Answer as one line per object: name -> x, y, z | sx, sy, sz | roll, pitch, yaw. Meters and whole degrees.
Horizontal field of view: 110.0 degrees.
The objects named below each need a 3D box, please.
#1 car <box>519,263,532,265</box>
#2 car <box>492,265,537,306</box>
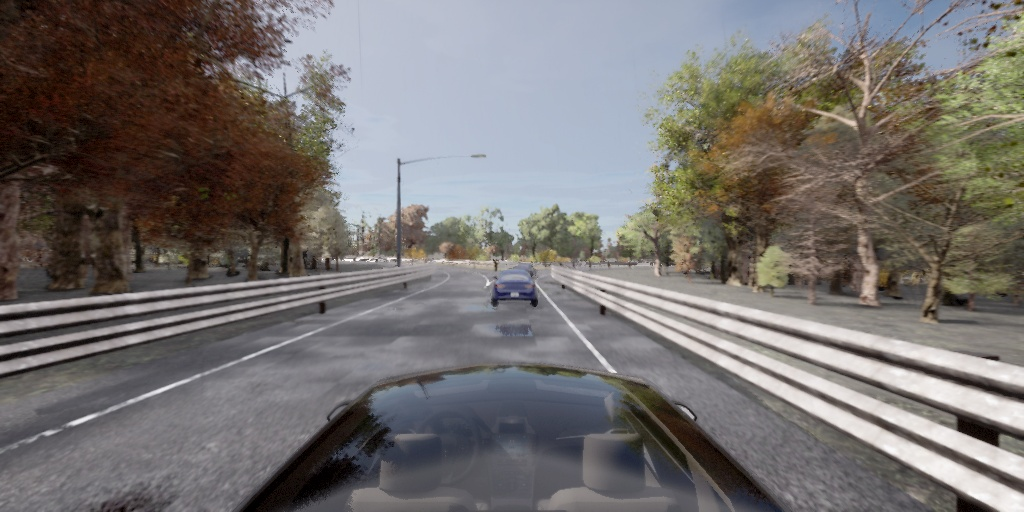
car -> 1.374, 1.432, 36.509 | 1.994, 1.385, 4.181 | 2, 0, 10
car -> 0.114, 1.327, 16.060 | 1.812, 1.442, 4.674 | 0, 0, 0
